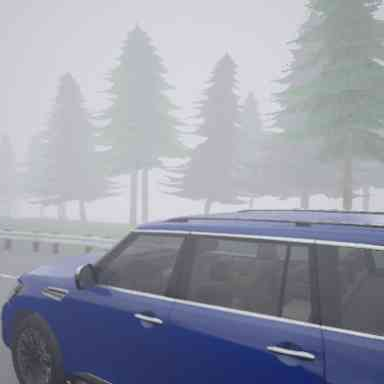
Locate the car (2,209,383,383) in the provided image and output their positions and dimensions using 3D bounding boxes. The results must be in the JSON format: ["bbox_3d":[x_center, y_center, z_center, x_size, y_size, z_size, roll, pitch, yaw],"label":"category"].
[{"bbox_3d":[0.329,1.213,3.450,5.566,2.045,2.150,0,0,34],"label":"car"}]
